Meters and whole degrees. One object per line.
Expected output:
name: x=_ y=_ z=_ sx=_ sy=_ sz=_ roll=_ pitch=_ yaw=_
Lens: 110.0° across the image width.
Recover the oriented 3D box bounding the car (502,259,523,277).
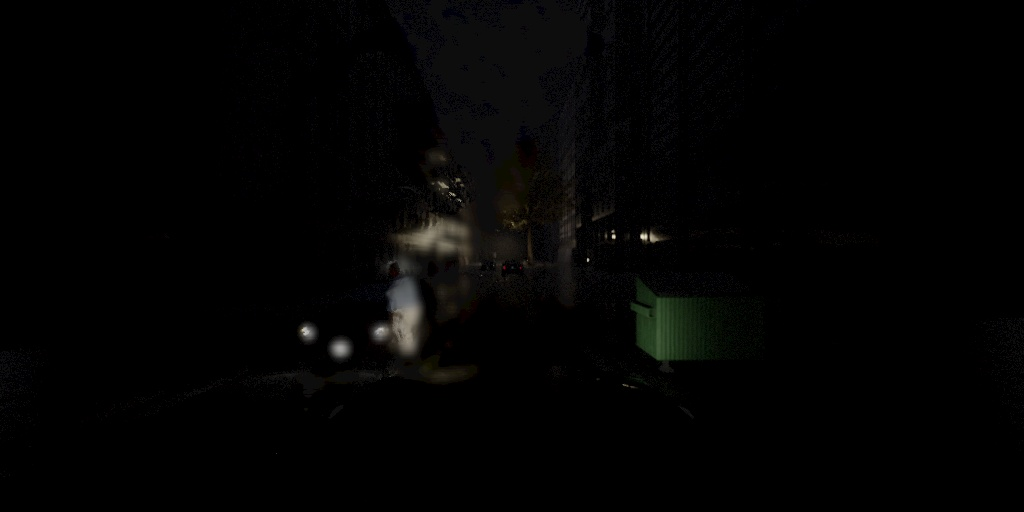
car: x=0.057 y=1.138 z=36.780 sx=2.097 sy=1.767 sz=4.553 roll=0 pitch=0 yaw=0

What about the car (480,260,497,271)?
car: x=-3.143 y=1.293 z=48.541 sx=1.837 sy=1.490 sz=4.892 roll=0 pitch=0 yaw=0

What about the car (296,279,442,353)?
car: x=-3.106 y=1.309 z=9.169 sx=2.033 sy=1.411 sz=5.357 roll=0 pitch=0 yaw=0

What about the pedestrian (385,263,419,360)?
pedestrian: x=-2.068 y=1.038 z=6.889 sx=0.375 sy=1.860 sz=0.375 roll=-15 pitch=-7 yaw=36

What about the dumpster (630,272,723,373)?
dumpster: x=3.132 y=1.154 z=7.239 sx=1.020 sy=1.700 sz=1.940 roll=0 pitch=0 yaw=0
